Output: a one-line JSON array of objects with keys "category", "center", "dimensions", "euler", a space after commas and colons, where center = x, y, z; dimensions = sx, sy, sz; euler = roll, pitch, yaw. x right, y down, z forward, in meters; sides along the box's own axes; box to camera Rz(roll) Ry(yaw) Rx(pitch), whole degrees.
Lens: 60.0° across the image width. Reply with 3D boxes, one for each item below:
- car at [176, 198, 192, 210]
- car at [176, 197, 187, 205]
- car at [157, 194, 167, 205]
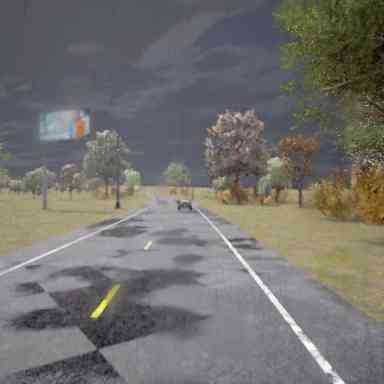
[{"category": "car", "center": [-1.002, 1.624, 45.056], "dimensions": [1.812, 1.442, 4.674], "euler": [0, 0, -3]}, {"category": "car", "center": [-2.058, 1.720, 63.889], "dimensions": [1.895, 1.301, 4.718], "euler": [0, 0, -4]}, {"category": "car", "center": [-5.534, 1.647, 61.450], "dimensions": [1.812, 1.442, 4.674], "euler": [0, 0, -3]}]
